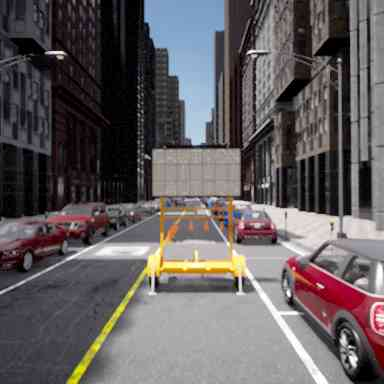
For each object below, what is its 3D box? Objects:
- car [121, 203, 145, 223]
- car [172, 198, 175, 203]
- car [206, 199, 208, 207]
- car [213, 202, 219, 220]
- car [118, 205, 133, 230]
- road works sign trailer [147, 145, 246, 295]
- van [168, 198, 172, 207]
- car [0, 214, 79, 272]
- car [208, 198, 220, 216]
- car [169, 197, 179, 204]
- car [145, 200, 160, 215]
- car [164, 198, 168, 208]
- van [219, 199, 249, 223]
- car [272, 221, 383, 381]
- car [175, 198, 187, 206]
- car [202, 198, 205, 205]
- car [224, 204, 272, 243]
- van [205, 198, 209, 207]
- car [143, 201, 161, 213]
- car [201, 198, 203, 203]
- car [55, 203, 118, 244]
[{"bbox_3d":[-5.466,1.723,28.150,1.967,1.590,4.097,0,-1,1],"label":"car"},{"bbox_3d":[-5.077,2.181,67.429,1.752,1.417,4.829,0,-1,1],"label":"car"},{"bbox_3d":[3.226,1.985,44.983,1.947,1.339,4.313,0,-1,1],"label":"car"},{"bbox_3d":[3.059,1.804,28.075,1.887,1.381,4.507,0,-1,1],"label":"car"},{"bbox_3d":[-5.522,1.796,22.513,1.947,1.339,4.313,0,-1,1],"label":"car"},{"bbox_3d":[0.117,0.550,8.930,2.380,3.560,2.880,0,-1,1],"label":"road works sign trailer"},{"bbox_3d":[-5.131,1.945,61.966,1.690,1.788,3.998,0,-1,1],"label":"van"},{"bbox_3d":[-5.633,1.668,11.241,1.887,1.381,4.507,0,-1,1],"label":"car"},{"bbox_3d":[3.115,1.627,33.714,2.192,1.841,5.009,0,-1,1],"label":"car"},{"bbox_3d":[-4.853,2.194,90.145,2.192,1.841,5.009,0,-1,1],"label":"car"},{"bbox_3d":[-5.354,1.941,39.420,2.008,1.369,4.403,0,-1,1],"label":"car"},{"bbox_3d":[-5.243,1.937,50.693,1.967,1.590,4.097,0,-1,1],"label":"car"},{"bbox_3d":[3.003,1.547,22.440,1.690,1.788,3.998,0,-1,1],"label":"van"},{"bbox_3d":[2.836,1.486,5.531,1.967,1.590,4.097,0,-1,1],"label":"car"},{"bbox_3d":[-2.316,2.214,67.603,1.994,1.385,4.181,0,-1,1],"label":"car"},{"bbox_3d":[3.393,2.146,61.892,1.947,1.339,4.313,0,-1,1],"label":"car"},{"bbox_3d":[2.948,1.592,16.803,1.967,1.590,4.097,0,-1,1],"label":"car"},{"bbox_3d":[3.282,1.814,50.622,1.690,1.788,3.998,0,-1,1],"label":"van"},{"bbox_3d":[-5.300,1.967,44.886,1.752,1.417,4.829,0,-1,1],"label":"car"},{"bbox_3d":[3.505,2.233,73.164,1.887,1.381,4.507,0,-1,1],"label":"car"},{"bbox_3d":[-5.577,1.491,16.879,2.192,1.841,5.009,0,-1,1],"label":"car"}]
